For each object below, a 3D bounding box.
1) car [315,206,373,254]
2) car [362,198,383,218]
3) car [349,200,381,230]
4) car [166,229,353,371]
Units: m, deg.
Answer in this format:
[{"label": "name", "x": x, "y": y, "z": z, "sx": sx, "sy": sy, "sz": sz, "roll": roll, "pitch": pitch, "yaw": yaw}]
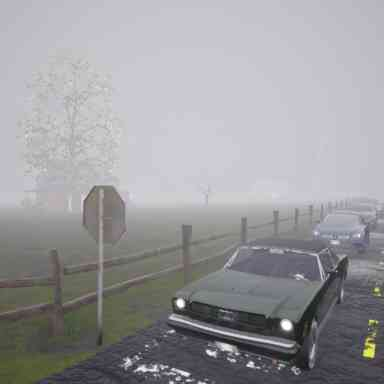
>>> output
[{"label": "car", "x": 6.280, "y": 1.529, "z": 13.816, "sx": 1.812, "sy": 1.442, "sz": 4.674, "roll": 0, "pitch": 0, "yaw": 31}, {"label": "car", "x": 16.027, "y": 1.357, "z": 29.951, "sx": 2.097, "sy": 1.767, "sz": 4.553, "roll": 0, "pitch": 0, "yaw": 31}, {"label": "car", "x": 10.933, "y": 1.509, "z": 21.536, "sx": 1.837, "sy": 1.490, "sz": 4.892, "roll": 0, "pitch": 0, "yaw": 31}, {"label": "car", "x": 1.559, "y": 1.602, "z": 5.991, "sx": 1.895, "sy": 1.301, "sz": 4.718, "roll": 0, "pitch": 0, "yaw": 31}]
